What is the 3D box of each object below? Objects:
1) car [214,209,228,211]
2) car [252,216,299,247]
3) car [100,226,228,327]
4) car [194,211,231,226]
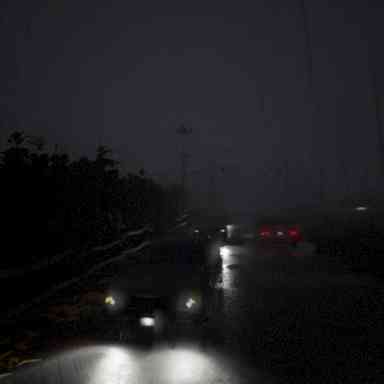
[{"bbox_3d":[3.100,2.519,35.434,1.882,1.535,5.008,-1,-2,7],"label":"car"},{"bbox_3d":[4.262,1.994,17.503,2.033,1.411,5.357,-1,-2,6],"label":"car"},{"bbox_3d":[-0.271,1.811,8.080,2.033,1.411,5.357,-2,-2,10],"label":"car"},{"bbox_3d":[1.178,2.108,19.727,1.812,1.442,4.674,-1,-2,7],"label":"car"}]
